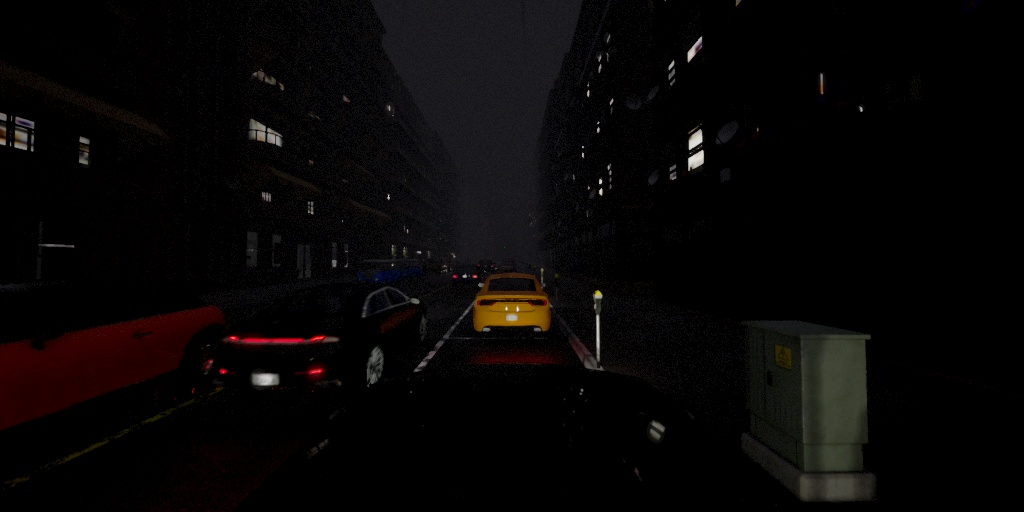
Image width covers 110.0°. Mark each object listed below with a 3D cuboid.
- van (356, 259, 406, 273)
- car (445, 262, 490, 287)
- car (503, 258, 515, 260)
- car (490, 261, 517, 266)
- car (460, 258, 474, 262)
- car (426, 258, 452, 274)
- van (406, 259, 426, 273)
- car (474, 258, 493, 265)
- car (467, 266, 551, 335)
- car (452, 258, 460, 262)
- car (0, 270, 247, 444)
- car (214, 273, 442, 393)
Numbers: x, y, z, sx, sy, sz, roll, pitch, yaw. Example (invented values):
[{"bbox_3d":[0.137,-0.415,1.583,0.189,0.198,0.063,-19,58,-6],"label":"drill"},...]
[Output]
[{"bbox_3d":[-8.323,1.110,22.605,1.690,1.789,3.998,0,0,0],"label":"van"},{"bbox_3d":[-2.902,1.320,24.684,2.033,1.411,5.357,0,0,0],"label":"car"},{"bbox_3d":[-0.424,1.242,39.132,1.967,1.591,4.097,0,0,0],"label":"car"},{"bbox_3d":[-0.437,1.323,28.070,1.888,1.381,4.507,0,0,0],"label":"car"},{"bbox_3d":[-5.745,1.341,48.647,2.128,1.511,4.902,0,0,0],"label":"car"},{"bbox_3d":[-8.314,1.118,39.196,2.192,1.841,5.009,0,0,0],"label":"car"},{"bbox_3d":[-8.320,1.120,28.136,1.690,1.789,3.998,0,0,0],"label":"van"},{"bbox_3d":[-2.998,1.163,42.674,2.097,1.767,4.553,0,0,0],"label":"car"},{"bbox_3d":[0.000,1.233,10.501,1.882,1.535,5.008,0,0,0],"label":"car"},{"bbox_3d":[-8.311,1.131,44.726,2.192,1.841,5.009,0,0,0],"label":"car"},{"bbox_3d":[-5.869,1.104,4.191,2.097,1.767,4.553,0,0,0],"label":"car"},{"bbox_3d":[-2.917,1.245,6.672,2.128,1.511,4.902,0,0,0],"label":"car"}]
